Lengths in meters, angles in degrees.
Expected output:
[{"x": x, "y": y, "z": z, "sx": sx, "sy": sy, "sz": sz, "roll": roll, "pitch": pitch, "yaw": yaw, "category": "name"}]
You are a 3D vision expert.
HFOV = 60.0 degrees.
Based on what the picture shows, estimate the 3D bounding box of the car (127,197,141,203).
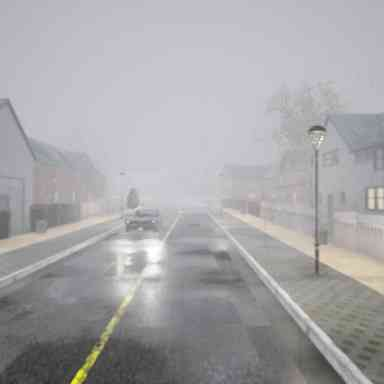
[{"x": -14.728, "y": 2.025, "z": 83.653, "sx": 1.837, "sy": 1.490, "sz": 4.892, "roll": 1, "pitch": -1, "yaw": -41, "category": "car"}]

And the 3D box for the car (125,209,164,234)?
[{"x": -2.839, "y": 1.752, "z": 20.603, "sx": 1.895, "sy": 1.301, "sz": 4.718, "roll": 0, "pitch": 0, "yaw": 0, "category": "car"}]

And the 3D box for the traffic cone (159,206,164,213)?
[{"x": -3.832, "y": 2.237, "z": 40.023, "sx": 0.340, "sy": 0.580, "sz": 0.340, "roll": 0, "pitch": 0, "yaw": 0, "category": "traffic cone"}]
